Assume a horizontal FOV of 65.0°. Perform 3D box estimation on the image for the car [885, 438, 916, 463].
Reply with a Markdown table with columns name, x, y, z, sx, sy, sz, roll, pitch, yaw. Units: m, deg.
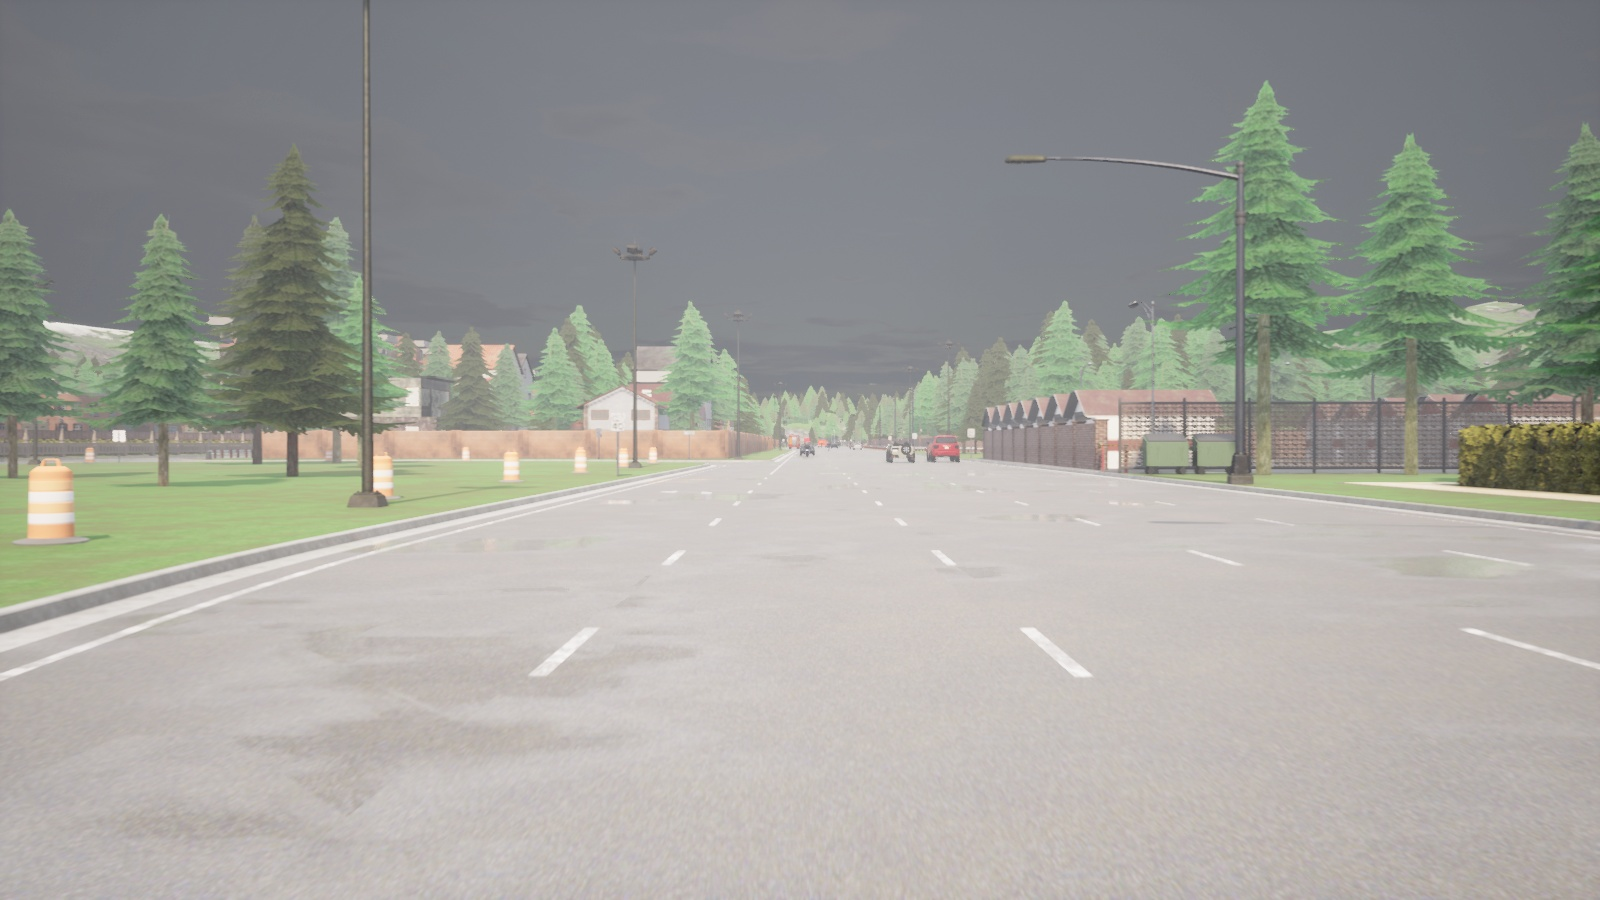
| name | x | y | z | sx | sy | sz | roll | pitch | yaw |
| --- | --- | --- | --- | --- | --- | --- | --- | --- | --- |
| car | 7.552 | 0.036 | 94.611 | 1.932 | 1.855 | 4.605 | 0 | 0 | 0 |

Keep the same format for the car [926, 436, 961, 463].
| name | x | y | z | sx | sy | sz | roll | pitch | yaw |
| --- | --- | --- | --- | --- | --- | --- | --- | --- | --- |
| car | 11.067 | -0.073 | 97.314 | 2.150 | 2.045 | 5.566 | 0 | 1 | 0 |
